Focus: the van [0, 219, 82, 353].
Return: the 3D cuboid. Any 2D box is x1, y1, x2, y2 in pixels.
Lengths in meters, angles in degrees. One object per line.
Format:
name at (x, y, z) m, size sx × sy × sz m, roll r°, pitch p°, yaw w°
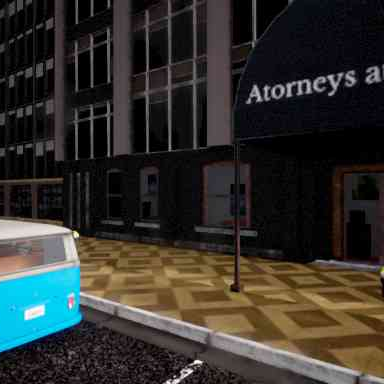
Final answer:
van at (-3.561, 1.341, 5.438) m, size 3.998 × 1.788 × 1.690 m, roll 0°, pitch 0°, yaw 36°
